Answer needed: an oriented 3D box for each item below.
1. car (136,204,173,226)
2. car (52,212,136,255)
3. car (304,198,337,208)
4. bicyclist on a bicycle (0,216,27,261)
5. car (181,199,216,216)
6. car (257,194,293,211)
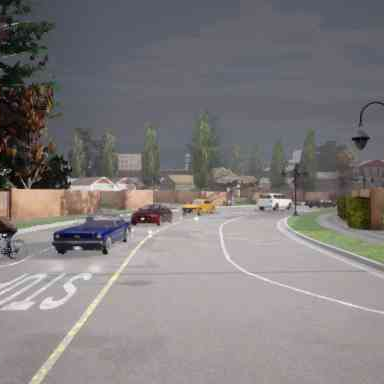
[{"bbox_3d":[-2.746,1.569,23.537,1.994,1.385,4.181,0,0,14],"label":"car"},{"bbox_3d":[-3.827,1.603,13.551,1.895,1.301,4.718,0,0,2],"label":"car"},{"bbox_3d":[18.395,1.547,47.124,5.357,1.411,2.033,0,0,-28],"label":"car"},{"bbox_3d":[-6.188,1.457,10.784,1.656,1.620,0.582,-2,0,-2],"label":"bicyclist on a bicycle"},{"bbox_3d":[0.721,1.482,33.394,1.882,1.535,5.008,0,0,28],"label":"car"},{"bbox_3d":[10.122,1.203,40.422,2.150,2.045,5.566,0,0,43],"label":"car"}]
